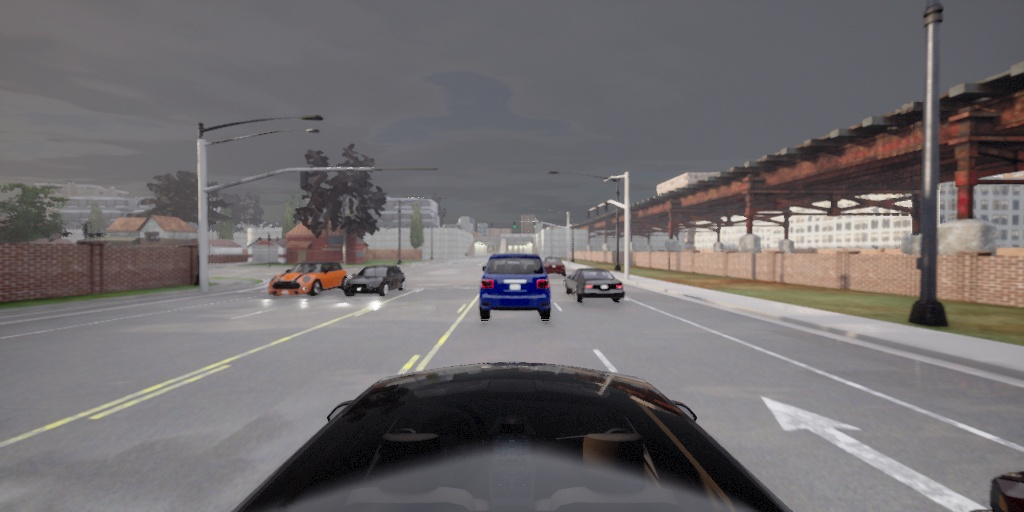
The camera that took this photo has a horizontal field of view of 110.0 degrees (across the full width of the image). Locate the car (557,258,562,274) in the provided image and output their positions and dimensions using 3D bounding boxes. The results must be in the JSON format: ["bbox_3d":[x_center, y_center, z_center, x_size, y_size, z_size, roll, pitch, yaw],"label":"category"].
[{"bbox_3d":[3.623,0.890,33.161,2.097,1.767,4.553,0,1,0],"label":"car"}]

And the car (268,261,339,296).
[{"bbox_3d":[-10.489,1.082,18.833,2.097,1.767,4.553,0,0,0],"label":"car"}]

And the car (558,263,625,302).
[{"bbox_3d":[3.611,1.250,16.543,2.033,1.411,5.357,0,0,0],"label":"car"}]

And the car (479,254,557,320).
[{"bbox_3d":[0.104,0.938,12.547,2.150,2.045,5.566,0,0,0],"label":"car"}]

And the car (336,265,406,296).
[{"bbox_3d":[-6.990,1.247,18.802,1.837,1.490,4.892,0,0,0],"label":"car"}]
